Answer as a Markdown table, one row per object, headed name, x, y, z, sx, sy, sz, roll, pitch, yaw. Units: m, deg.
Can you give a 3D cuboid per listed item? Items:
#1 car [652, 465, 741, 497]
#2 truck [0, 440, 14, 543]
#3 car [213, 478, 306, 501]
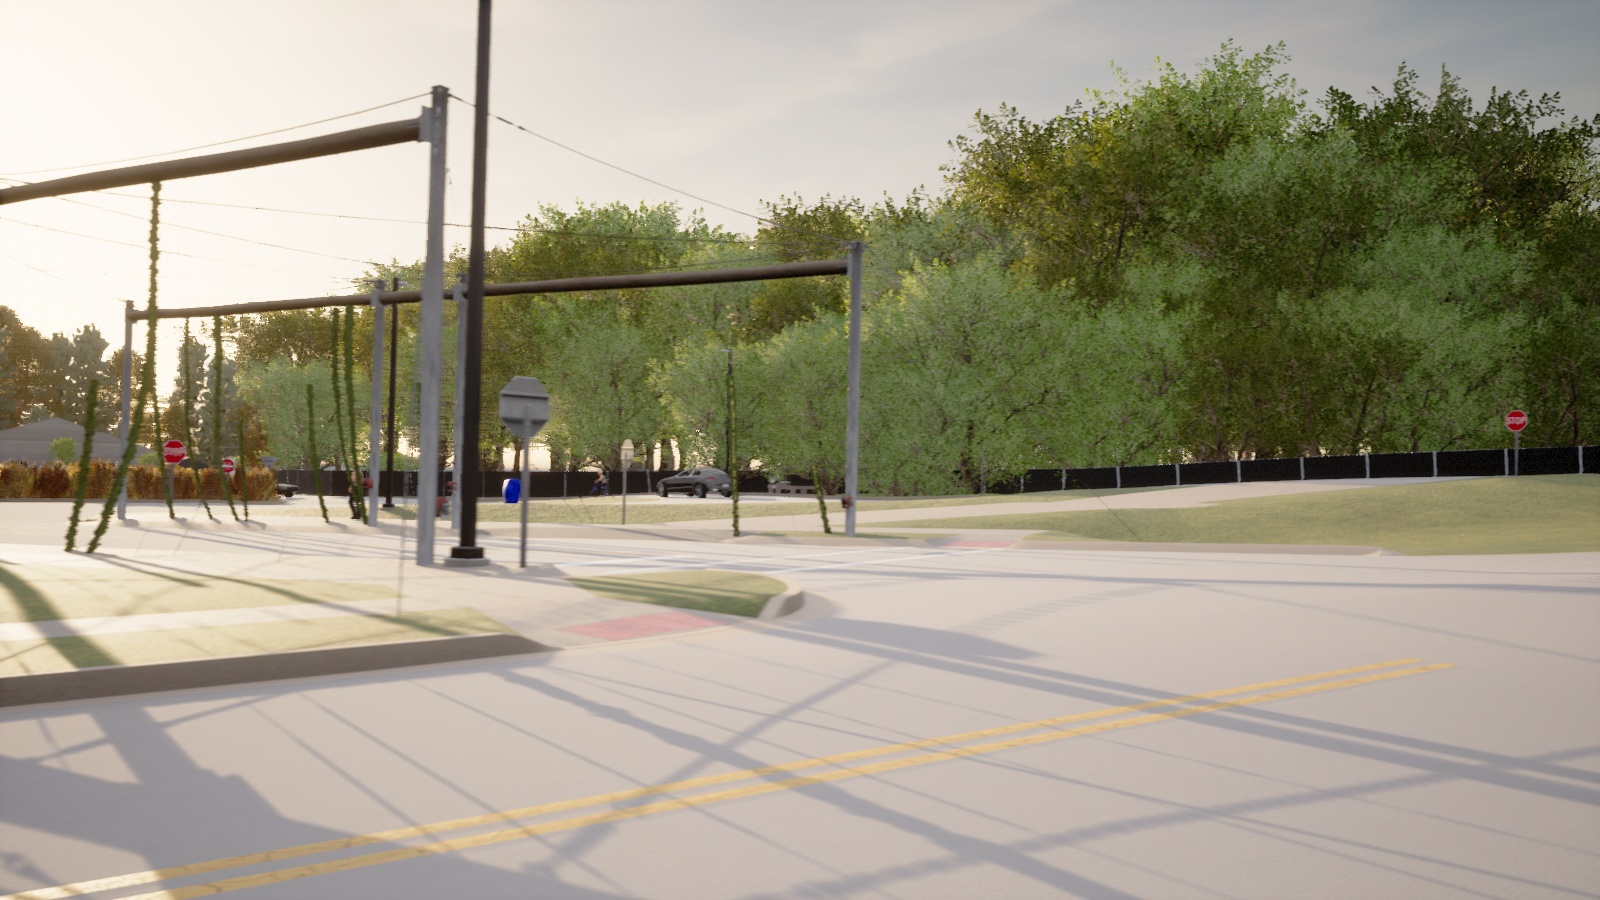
| name | x | y | z | sx | sy | sz | roll | pitch | yaw |
| --- | --- | --- | --- | --- | --- | --- | --- | --- | --- |
| car | -5.694 | 1.676 | 68.767 | 2.152 | 1.651 | 5.027 | -1 | -1 | -43 |
| truck | -21.862 | 1.011 | 30.450 | 5.204 | 2.467 | 2.627 | -1 | -2 | 31 |
| car | -34.437 | 2.493 | 80.018 | 5.357 | 1.411 | 2.033 | 0 | -1 | 17 |
